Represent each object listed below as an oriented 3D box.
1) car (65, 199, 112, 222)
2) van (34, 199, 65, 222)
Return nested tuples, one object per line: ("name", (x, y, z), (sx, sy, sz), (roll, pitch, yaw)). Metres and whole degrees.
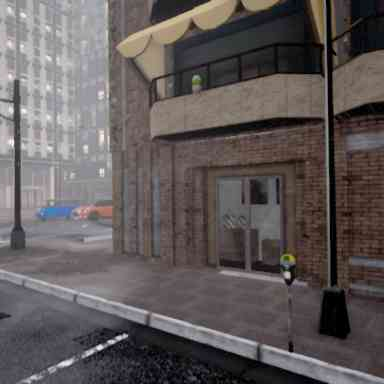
("car", (-7.327, 1.382, 26.642), (2.097, 1.767, 4.553), (-1, -1, 36))
("van", (-10.489, 1.413, 26.679), (1.690, 1.788, 3.998), (-1, -1, 36))
